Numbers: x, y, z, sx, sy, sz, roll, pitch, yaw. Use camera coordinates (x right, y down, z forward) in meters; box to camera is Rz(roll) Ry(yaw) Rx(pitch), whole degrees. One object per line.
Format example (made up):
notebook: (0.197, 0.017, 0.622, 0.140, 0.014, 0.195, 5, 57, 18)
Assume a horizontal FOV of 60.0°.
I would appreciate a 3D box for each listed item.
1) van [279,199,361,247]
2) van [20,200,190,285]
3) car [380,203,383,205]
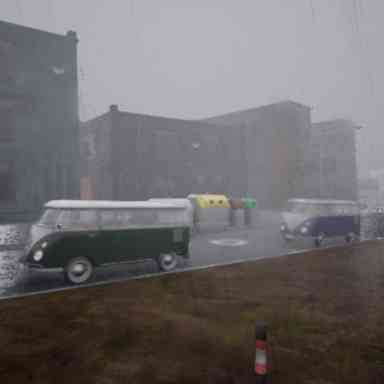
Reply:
van: (5.787, 1.324, 15.066, 4.442, 1.987, 1.878, 2, -1, -38)
van: (-2.217, 1.232, 9.153, 4.442, 1.987, 1.878, 2, -1, -38)
car: (14.576, 1.692, 22.090, 4.674, 1.452, 2.002, 2, -1, -40)
